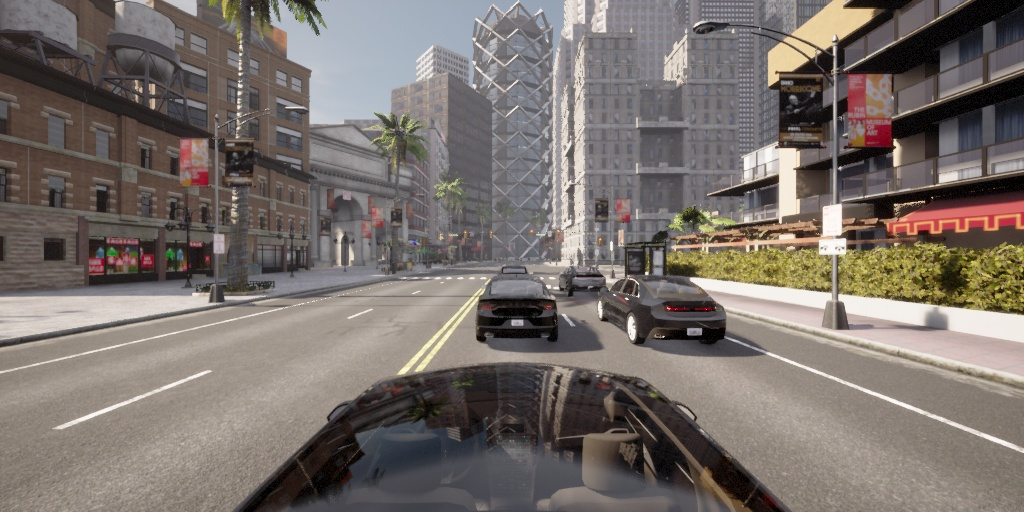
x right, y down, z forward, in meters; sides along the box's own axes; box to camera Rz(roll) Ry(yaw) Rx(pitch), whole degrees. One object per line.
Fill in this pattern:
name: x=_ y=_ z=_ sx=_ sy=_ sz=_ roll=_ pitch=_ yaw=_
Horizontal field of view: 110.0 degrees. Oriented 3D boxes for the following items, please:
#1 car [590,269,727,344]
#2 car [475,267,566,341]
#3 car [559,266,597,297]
car: x=3.611 y=1.255 z=9.529 sx=1.837 sy=1.490 sz=4.892 roll=0 pitch=0 yaw=0
car: x=0.110 y=1.228 z=9.884 sx=1.882 sy=1.535 sz=5.008 roll=0 pitch=0 yaw=0
car: x=3.605 y=1.241 z=18.934 sx=2.128 sy=1.511 sz=4.902 roll=0 pitch=0 yaw=0
